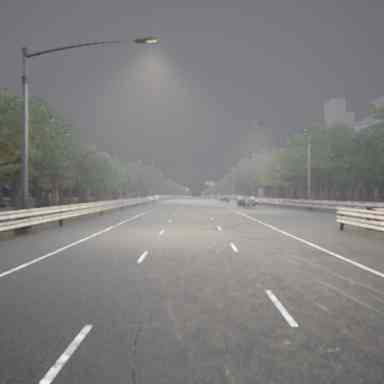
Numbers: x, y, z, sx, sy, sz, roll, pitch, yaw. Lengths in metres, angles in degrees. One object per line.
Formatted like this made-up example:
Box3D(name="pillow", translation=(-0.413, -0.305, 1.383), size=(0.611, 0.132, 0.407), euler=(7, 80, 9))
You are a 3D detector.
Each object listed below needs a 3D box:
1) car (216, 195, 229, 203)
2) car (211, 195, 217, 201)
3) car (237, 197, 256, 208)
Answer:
Box3D(name="car", translation=(7.020, 1.552, 73.321), size=(1.837, 1.490, 4.892), euler=(0, 0, 0))
Box3D(name="car", translation=(7.056, 1.589, 90.337), size=(2.128, 1.511, 4.902), euler=(0, 0, 0))
Box3D(name="car", translation=(7.873, 1.521, 48.390), size=(2.128, 1.511, 4.902), euler=(0, 0, -8))
